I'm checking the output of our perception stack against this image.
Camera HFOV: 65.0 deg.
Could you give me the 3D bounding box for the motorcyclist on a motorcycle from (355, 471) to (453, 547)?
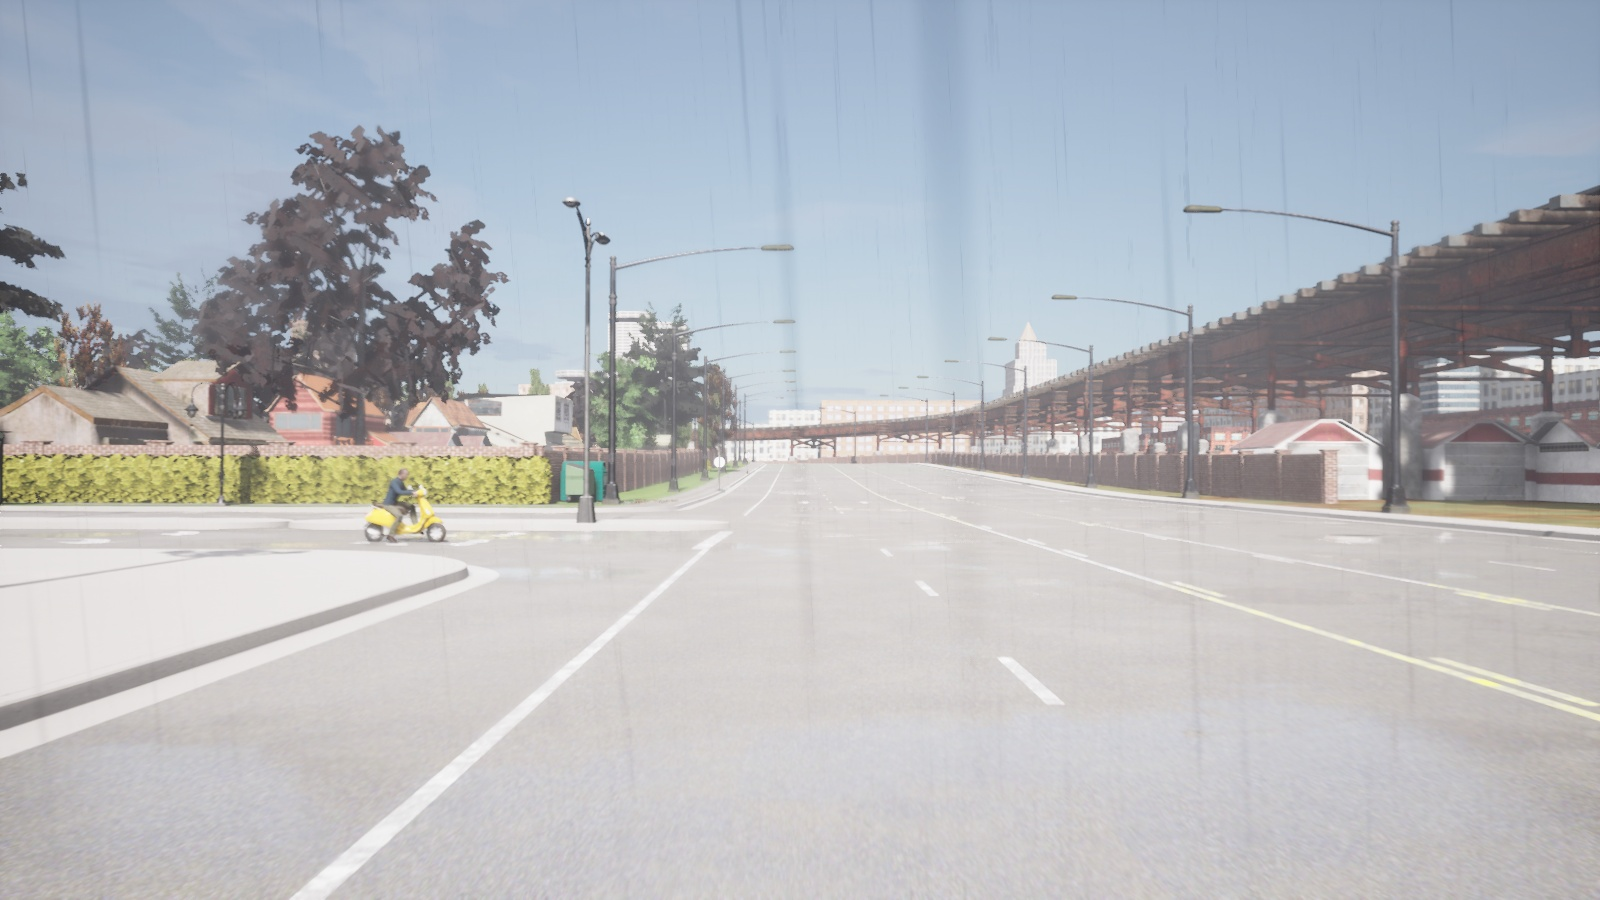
[{"bbox_3d":[-8.438,1.251,26.814,1.817,1.590,0.866,0,-1,0],"label":"motorcyclist on a motorcycle"}]
